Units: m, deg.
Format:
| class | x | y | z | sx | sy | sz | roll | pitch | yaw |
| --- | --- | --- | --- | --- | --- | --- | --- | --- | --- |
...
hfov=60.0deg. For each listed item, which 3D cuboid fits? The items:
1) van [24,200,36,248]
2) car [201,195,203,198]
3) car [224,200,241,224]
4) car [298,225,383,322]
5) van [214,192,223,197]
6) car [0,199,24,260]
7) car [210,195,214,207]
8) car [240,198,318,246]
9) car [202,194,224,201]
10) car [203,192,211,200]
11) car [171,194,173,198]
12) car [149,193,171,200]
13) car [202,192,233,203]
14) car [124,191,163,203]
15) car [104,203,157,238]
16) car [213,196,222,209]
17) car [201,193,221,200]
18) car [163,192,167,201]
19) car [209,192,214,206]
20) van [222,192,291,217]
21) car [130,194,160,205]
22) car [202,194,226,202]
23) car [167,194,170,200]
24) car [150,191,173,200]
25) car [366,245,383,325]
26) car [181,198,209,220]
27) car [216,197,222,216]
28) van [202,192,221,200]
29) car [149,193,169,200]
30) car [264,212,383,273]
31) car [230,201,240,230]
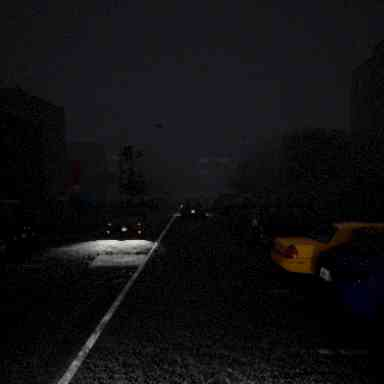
| class | x | y | z | sx | sy | sz | roll | pitch | yaw |
| --- | --- | --- | --- | --- | --- | --- | --- | --- | --- |
| van | -7.800 | 1.211 | 11.183 | 4.442 | 1.987 | 1.878 | 0 | 0 | 0 |
| car | 0.084 | 1.397 | 43.217 | 1.994 | 1.385 | 4.181 | 0 | 0 | 0 |
| car | 4.650 | 1.404 | 19.848 | 4.892 | 1.521 | 2.231 | 0 | 0 | 0 |
| car | 4.677 | 1.486 | 5.881 | 4.792 | 1.488 | 2.163 | 0 | 0 | 0 |
| van | 4.756 | 1.124 | 33.815 | 4.442 | 1.987 | 1.878 | 0 | 0 | 0 |
| car | -7.711 | 1.196 | 8.391 | 5.566 | 2.045 | 2.435 | 0 | 0 | 0 |
| car | 4.667 | 1.368 | 36.612 | 4.792 | 1.488 | 2.163 | 0 | 0 | 0 |
| car | 4.613 | 1.299 | 14.262 | 4.553 | 1.767 | 2.185 | 0 | 0 | 0 |
| car | 4.629 | 1.239 | 72.928 | 4.674 | 1.452 | 2.002 | 0 | 0 | 0 |
| car | 4.664 | 1.138 | 56.289 | 4.553 | 1.767 | 2.185 | 0 | 0 | 0 |
| car | -7.518 | 1.188 | 75.130 | 5.366 | 1.575 | 1.946 | 0 | 0 | 0 |
| car | -7.711 | 1.142 | 80.902 | 5.008 | 1.535 | 2.097 | 0 | 1 | 0 |
| car | 4.602 | 0.991 | 61.751 | 5.566 | 2.045 | 2.435 | 0 | 0 | 0 |
| car | -7.725 | 1.030 | 51.623 | 5.566 | 2.045 | 2.435 | 0 | 0 | 0 |
| car | -3.101 | 1.498 | 17.098 | 1.994 | 1.385 | 4.181 | 0 | 0 | 0 |
| car | 4.638 | 1.400 | 31.022 | 4.674 | 1.452 | 2.002 | 0 | 0 | 0 |
| car | 4.618 | 1.135 | 81.320 | 4.892 | 1.521 | 2.231 | 0 | 1 | 0 |
| car | -7.729 | 1.266 | 63.377 | 4.792 | 1.488 | 2.163 | 0 | 0 | 0 |
| car | 4.607 | 1.202 | 39.402 | 4.553 | 1.767 | 2.185 | 0 | 0 | 0 |
| van | 4.526 | 1.167 | 22.641 | 4.442 | 1.987 | 1.878 | 0 | 0 | 0 |
| car | -7.666 | 1.145 | 54.436 | 4.553 | 1.767 | 2.185 | 0 | 0 | 0 |
| car | 4.622 | 1.211 | 70.258 | 4.892 | 1.521 | 2.231 | 0 | 0 | 0 |
| car | -7.708 | 1.215 | 69.128 | 4.892 | 1.521 | 2.231 | 0 | 0 | 0 |
| car | -7.678 | 0.832 | 83.842 | 5.566 | 2.045 | 2.435 | 0 | 1 | 0 |
| car | 4.835 | 1.464 | 3.086 | 5.366 | 1.575 | 1.946 | 0 | 0 | 0 |
| car | 0.084 | 1.459 | 27.337 | 1.994 | 1.385 | 4.181 | 0 | 0 | 0 |
| car | 4.637 | 1.381 | 25.560 | 5.008 | 1.535 | 2.097 | 0 | 0 | 0 |
| van | 4.509 | 0.946 | 78.510 | 4.442 | 1.987 | 1.878 | 0 | 1 | 0 |
| car | -7.674 | 1.050 | 78.071 | 4.553 | 1.767 | 2.185 | 0 | 0 | 0 |
| car | 4.833 | 1.443 | 8.673 | 5.366 | 1.575 | 1.946 | 0 | 0 | 0 |
| car | 4.638 | 1.415 | 17.054 | 4.892 | 1.521 | 2.231 | 0 | 0 | 0 |
